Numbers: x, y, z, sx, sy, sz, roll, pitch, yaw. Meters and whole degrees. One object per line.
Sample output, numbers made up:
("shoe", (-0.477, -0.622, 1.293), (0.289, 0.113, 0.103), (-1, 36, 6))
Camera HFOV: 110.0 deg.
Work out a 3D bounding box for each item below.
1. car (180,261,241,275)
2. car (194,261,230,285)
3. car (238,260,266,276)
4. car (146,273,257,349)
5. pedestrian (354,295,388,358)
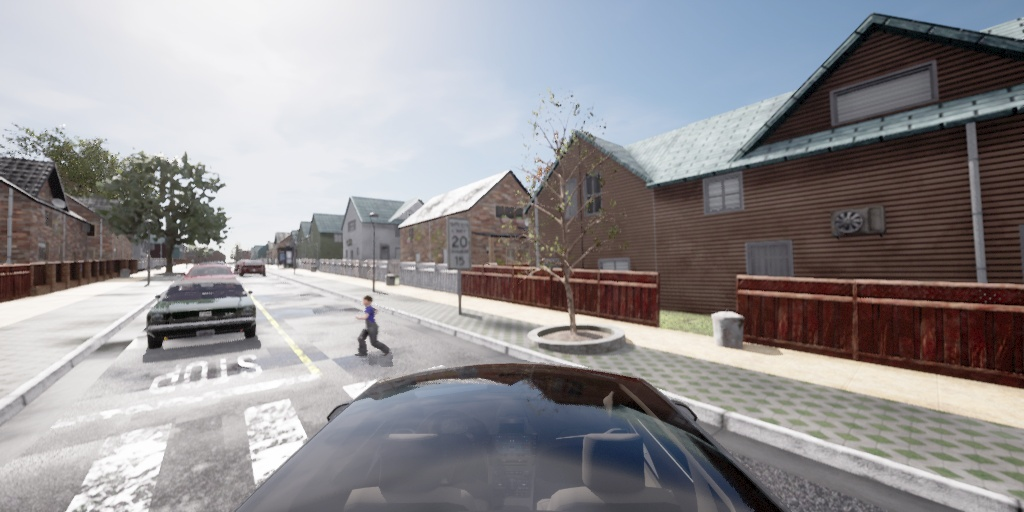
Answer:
("car", (-14.332, 1.139, 17.059), (1.882, 1.535, 5.008), (0, 0, -39))
("car", (-21.322, 1.144, 25.531), (1.837, 1.490, 4.892), (0, 0, -39))
("car", (-24.666, 1.114, 34.035), (1.882, 1.535, 5.008), (0, 0, -39))
("car", (-7.843, 1.291, 9.225), (1.895, 1.301, 4.718), (0, 0, -40))
("pedestrian", (-2.695, 1.290, 6.880), (0.375, 1.300, 0.375), (4, -5, -39))
